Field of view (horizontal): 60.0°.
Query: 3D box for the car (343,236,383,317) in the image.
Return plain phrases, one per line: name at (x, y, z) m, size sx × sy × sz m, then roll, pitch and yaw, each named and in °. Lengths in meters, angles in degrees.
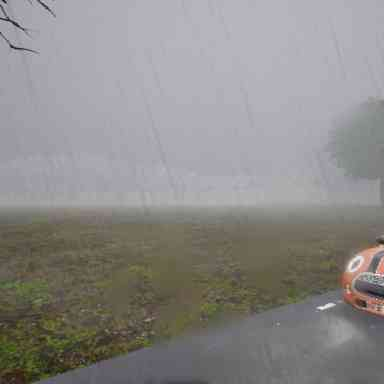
car at (5.051, 1.350, 6.683) m, size 4.553 × 1.767 × 2.097 m, roll 0°, pitch 0°, yaw -36°
